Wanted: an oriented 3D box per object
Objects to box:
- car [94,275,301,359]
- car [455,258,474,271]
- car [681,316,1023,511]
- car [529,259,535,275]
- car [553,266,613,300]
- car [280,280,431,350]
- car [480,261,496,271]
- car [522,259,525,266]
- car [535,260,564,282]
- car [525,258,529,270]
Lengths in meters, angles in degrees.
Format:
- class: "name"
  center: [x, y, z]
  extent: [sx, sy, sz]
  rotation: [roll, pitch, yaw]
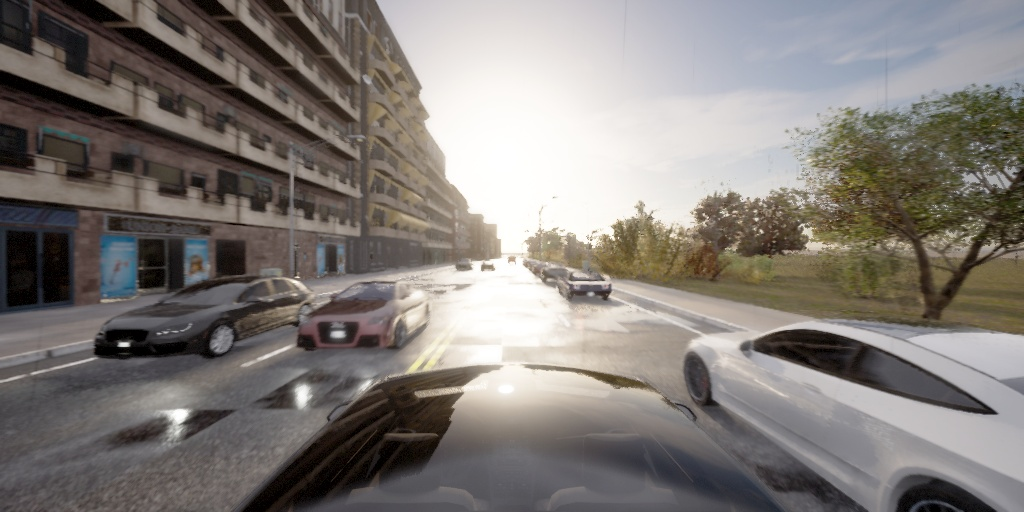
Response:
- class: "car"
  center: [-6.598, 1.255, 8.526]
  extent: [1.837, 1.490, 4.892]
  rotation: [0, 0, 0]
- class: "car"
  center: [-6.568, 1.117, 49.903]
  extent: [2.097, 1.767, 4.553]
  rotation: [0, 0, 0]
- class: "car"
  center: [3.350, 1.276, 3.252]
  extent: [1.812, 1.442, 4.674]
  rotation: [0, 0, 0]
- class: "car"
  center: [3.245, 1.323, 39.448]
  extent: [1.994, 1.385, 4.181]
  rotation: [0, 0, 0]
- class: "car"
  center: [3.348, 1.353, 17.455]
  extent: [1.895, 1.301, 4.718]
  rotation: [0, 0, 0]
- class: "car"
  center: [-3.348, 1.314, 8.888]
  extent: [1.994, 1.385, 4.181]
  rotation: [0, 0, 0]
- class: "car"
  center: [-3.315, 1.366, 49.801]
  extent: [1.895, 1.301, 4.718]
  rotation: [0, 0, 1]
- class: "car"
  center: [3.241, 1.276, 61.479]
  extent: [2.163, 1.488, 4.792]
  rotation: [0, 0, 0]
- class: "car"
  center: [3.246, 1.246, 28.448]
  extent: [2.128, 1.511, 4.902]
  rotation: [0, 0, 0]
- class: "car"
  center: [3.243, 1.313, 50.449]
  extent: [2.033, 1.411, 5.357]
  rotation: [0, 0, 0]
